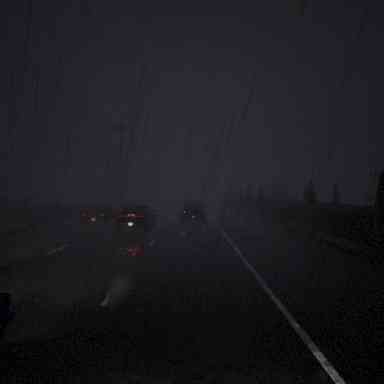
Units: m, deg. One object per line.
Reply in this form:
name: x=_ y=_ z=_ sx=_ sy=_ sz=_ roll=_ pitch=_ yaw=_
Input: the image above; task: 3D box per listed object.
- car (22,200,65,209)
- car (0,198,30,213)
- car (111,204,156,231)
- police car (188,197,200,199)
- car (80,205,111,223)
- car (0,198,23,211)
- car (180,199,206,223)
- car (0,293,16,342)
car: x=-14.108 y=1.564 z=32.746 sx=2.033 sy=1.411 sz=5.357 roll=0 pitch=0 yaw=0
car: x=-21.101 y=1.498 z=38.987 sx=1.882 sy=1.535 sz=5.008 roll=0 pitch=0 yaw=0
car: x=-3.405 y=1.516 z=20.824 sx=1.837 sy=1.490 sz=4.892 roll=0 pitch=0 yaw=0
police car: x=0.089 y=1.447 z=42.359 sx=1.930 sy=1.638 sz=5.238 roll=0 pitch=0 yaw=0
car: x=-6.908 y=1.614 z=25.523 sx=1.895 sy=1.301 sz=4.718 roll=0 pitch=0 yaw=0
car: x=-17.605 y=1.522 z=32.977 sx=1.837 sy=1.490 sz=4.892 roll=0 pitch=0 yaw=0
car: x=0.087 y=1.539 z=25.532 sx=1.812 sy=1.442 sz=4.674 roll=0 pitch=0 yaw=0
car: x=-3.401 y=1.602 z=2.529 sx=1.895 sy=1.301 sz=4.718 roll=0 pitch=0 yaw=0
